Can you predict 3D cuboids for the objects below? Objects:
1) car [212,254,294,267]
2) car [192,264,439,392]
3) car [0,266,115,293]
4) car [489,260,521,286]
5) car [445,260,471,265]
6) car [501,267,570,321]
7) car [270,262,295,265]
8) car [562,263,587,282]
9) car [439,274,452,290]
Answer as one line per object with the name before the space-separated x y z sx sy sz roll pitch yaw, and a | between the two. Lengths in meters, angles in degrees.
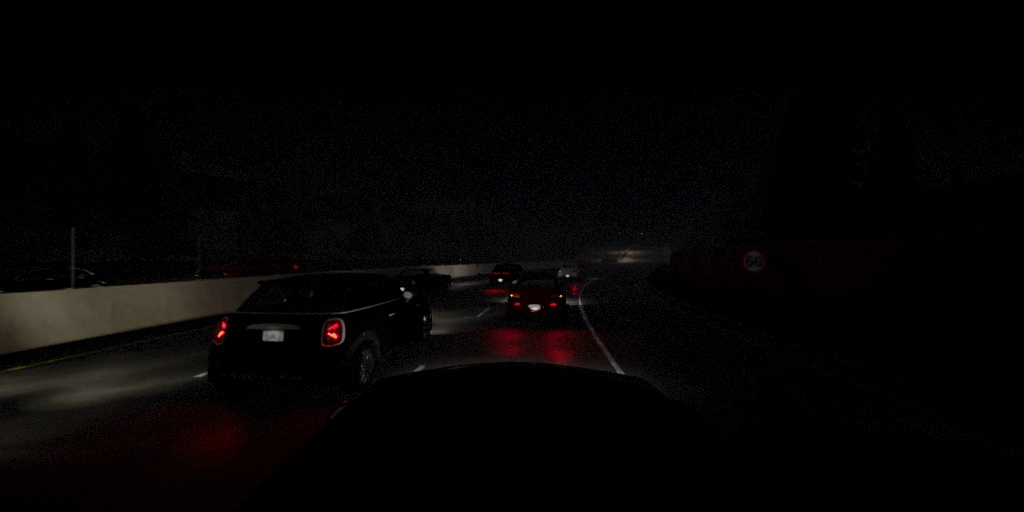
car | -15.521 0.918 21.340 2.150 2.045 5.566 0 0 11
car | -3.089 1.092 6.920 2.097 1.767 4.553 0 0 3
car | -20.035 1.178 15.019 1.837 1.490 4.892 0 0 8
car | -0.133 1.270 24.905 1.837 1.490 4.892 0 0 14
car | -8.079 1.298 53.892 2.033 1.411 5.357 0 0 24
car | 0.940 1.287 12.469 1.812 1.442 4.674 0 0 7
car | -11.792 1.261 22.331 2.033 1.411 5.357 0 0 12
car | 5.032 1.316 29.845 1.812 1.442 4.674 0 0 19
car | -4.951 1.342 19.781 1.895 1.301 4.718 0 0 11
